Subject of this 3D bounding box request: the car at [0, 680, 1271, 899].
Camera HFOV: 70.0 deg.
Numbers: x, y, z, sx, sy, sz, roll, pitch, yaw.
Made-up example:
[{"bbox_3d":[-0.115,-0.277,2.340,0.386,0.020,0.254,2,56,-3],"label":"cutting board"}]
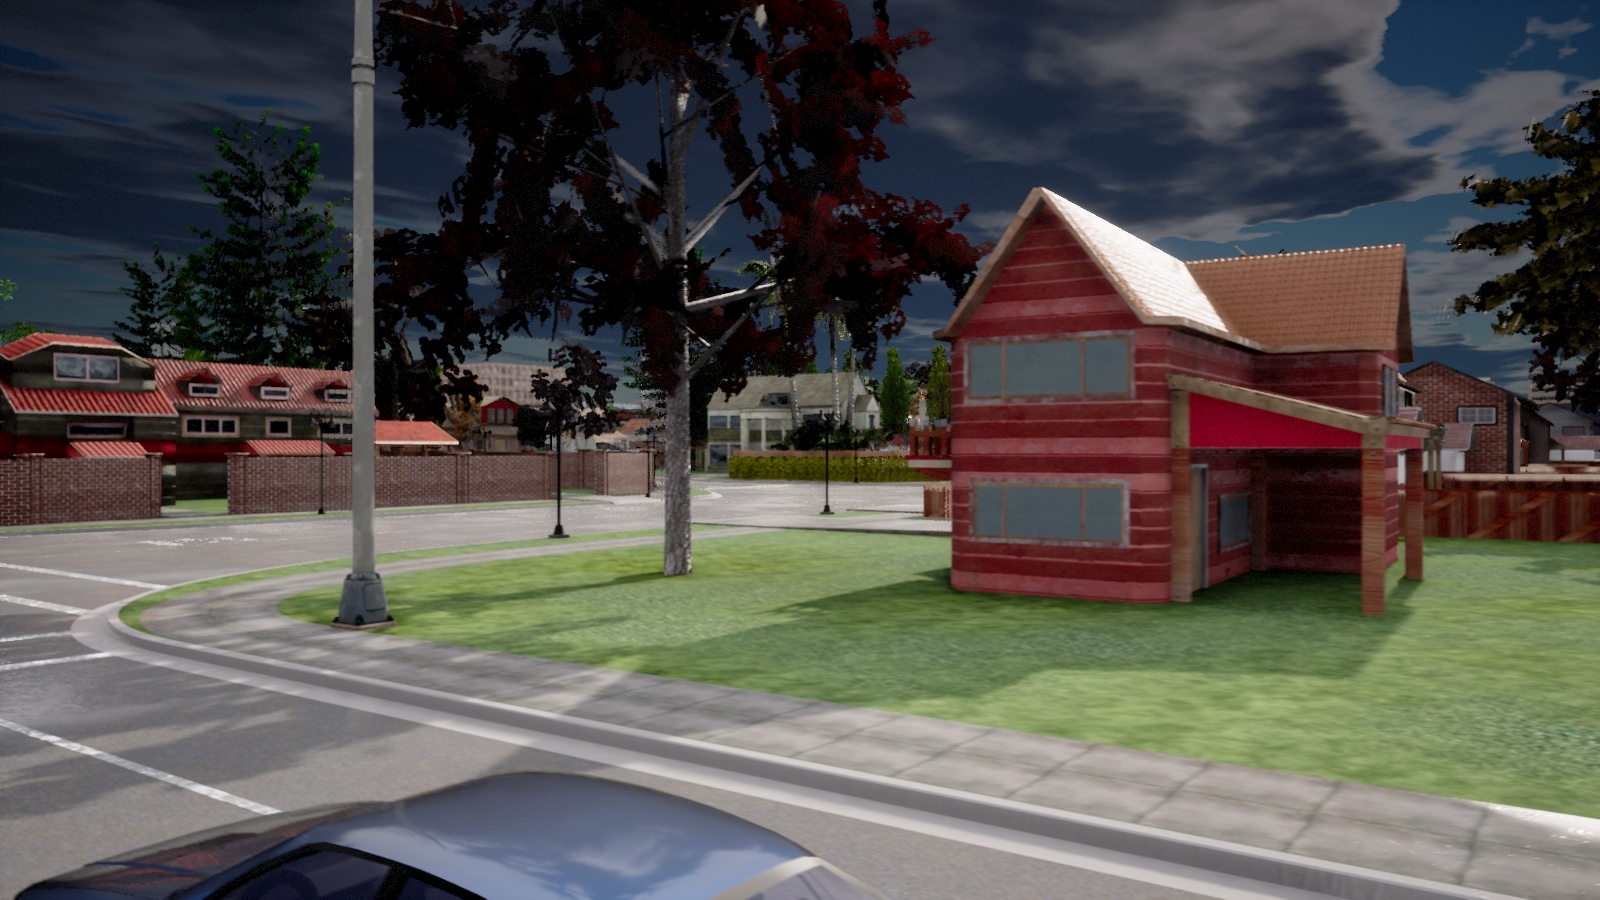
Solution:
[{"bbox_3d":[-1.195,2.102,4.554,5.357,1.411,2.033,0,0,36],"label":"car"}]
